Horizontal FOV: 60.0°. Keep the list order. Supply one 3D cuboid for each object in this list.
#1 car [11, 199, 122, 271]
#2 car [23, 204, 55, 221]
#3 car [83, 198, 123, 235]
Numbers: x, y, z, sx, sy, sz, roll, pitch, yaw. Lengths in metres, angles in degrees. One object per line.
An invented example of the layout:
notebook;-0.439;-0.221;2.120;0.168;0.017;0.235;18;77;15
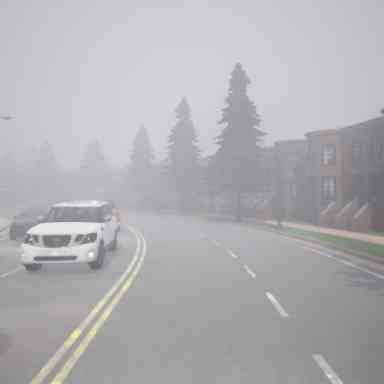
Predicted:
car;-3.974;1.349;11.810;2.150;2.045;5.566;0;-1;-5
car;-14.770;1.908;31.990;1.994;1.385;4.181;0;-1;-35
car;-6.004;1.458;21.883;2.150;2.045;5.566;0;-1;-19
